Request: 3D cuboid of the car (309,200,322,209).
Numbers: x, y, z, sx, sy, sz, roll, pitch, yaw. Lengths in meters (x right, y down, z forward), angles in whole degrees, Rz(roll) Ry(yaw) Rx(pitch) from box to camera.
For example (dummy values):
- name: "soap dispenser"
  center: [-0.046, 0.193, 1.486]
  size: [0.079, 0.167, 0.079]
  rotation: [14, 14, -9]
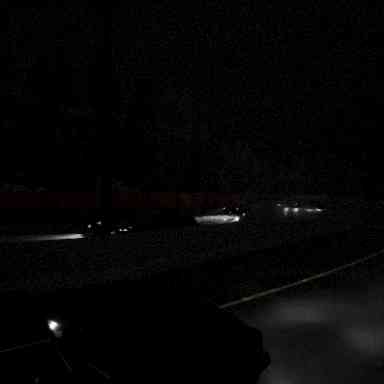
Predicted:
- name: "car"
  center: [18.839, 1.866, 50.638]
  size: [2.033, 1.411, 5.357]
  rotation: [0, 0, 22]

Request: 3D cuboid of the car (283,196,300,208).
- name: "car"
  center: [16.332, 1.835, 53.823]
  size: [1.837, 1.490, 4.892]
  rotation: [0, 0, 22]

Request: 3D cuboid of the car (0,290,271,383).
- name: "car"
  center: [-1.516, 1.614, 2.861]
  size: [4.718, 1.301, 1.895]
  rotation: [0, 0, -36]

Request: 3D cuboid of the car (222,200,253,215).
- name: "car"
  center: [5.030, 1.811, 36.433]
  size: [1.895, 1.301, 4.718]
  rotation: [0, 0, 29]

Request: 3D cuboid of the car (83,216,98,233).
- name: "car"
  center: [-4.066, 1.660, 19.218]
  size: [4.181, 1.385, 1.994]
  rotation: [0, 0, -44]

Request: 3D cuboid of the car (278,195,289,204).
- name: "car"
  center: [20.684, 1.648, 74.462]
  size: [2.150, 2.045, 5.566]
  rotation: [0, 0, 21]

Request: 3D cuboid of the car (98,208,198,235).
- name: "car"
  center: [-1.840, 1.591, 16.524]
  size: [4.892, 1.490, 1.837]
  rotation: [0, 0, -44]
